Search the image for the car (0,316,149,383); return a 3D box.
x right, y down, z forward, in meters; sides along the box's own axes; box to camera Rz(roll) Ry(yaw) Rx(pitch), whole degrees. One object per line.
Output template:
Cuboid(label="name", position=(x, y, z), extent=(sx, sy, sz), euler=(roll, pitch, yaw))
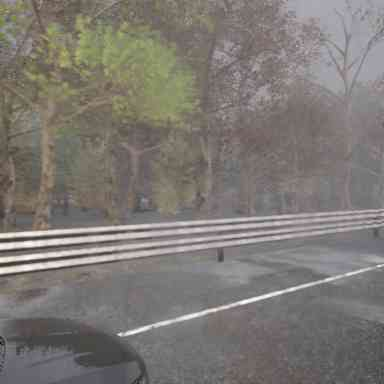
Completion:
Cuboid(label="car", position=(-2.571, 1.505, 1.914), extent=(4.892, 1.490, 1.837), euler=(0, 0, -35))
